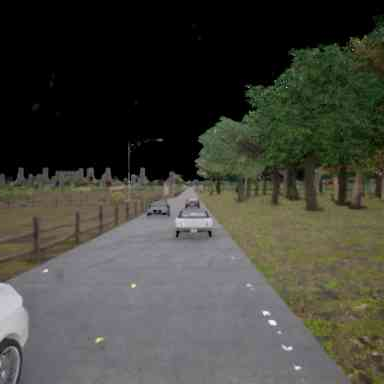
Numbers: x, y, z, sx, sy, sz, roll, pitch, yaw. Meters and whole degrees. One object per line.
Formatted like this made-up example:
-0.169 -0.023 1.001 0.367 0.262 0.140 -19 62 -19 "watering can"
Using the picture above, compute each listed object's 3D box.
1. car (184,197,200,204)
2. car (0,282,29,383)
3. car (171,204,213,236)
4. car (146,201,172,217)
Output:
0.076 1.350 42.419 1.812 1.442 4.674 0 1 0 "car"
-2.834 1.522 2.195 1.812 1.442 4.674 0 0 0 "car"
0.088 1.557 18.090 1.895 1.301 4.718 0 0 0 "car"
-2.864 1.470 29.451 1.994 1.385 4.181 0 0 0 "car"
